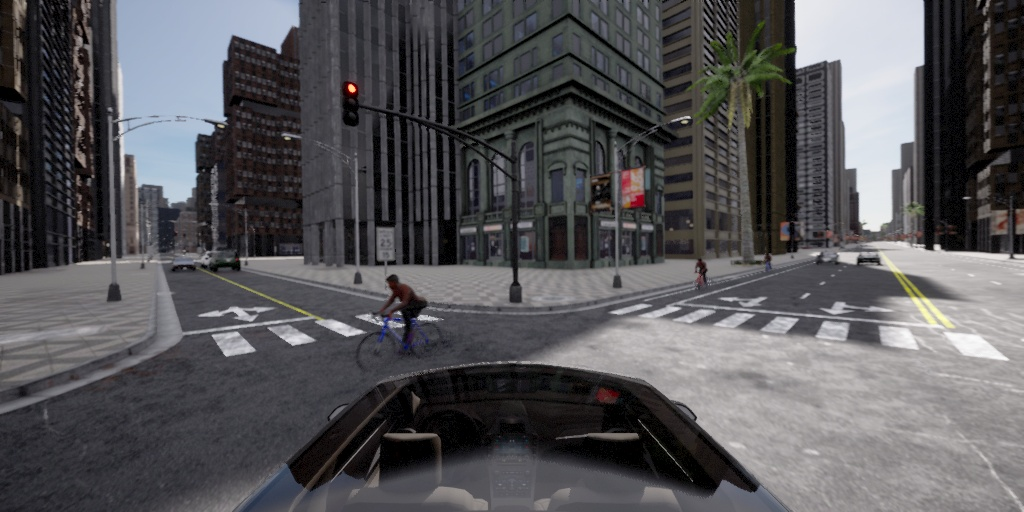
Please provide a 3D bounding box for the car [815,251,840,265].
[{"bbox_3d":[35.870,0.203,40.673,4.902,1.511,2.128,-2,1,-45],"label":"car"}]

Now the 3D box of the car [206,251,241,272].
[{"bbox_3d":[-29.790,0.521,37.227,2.150,2.045,5.566,-1,1,-44],"label":"car"}]

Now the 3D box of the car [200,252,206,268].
[{"bbox_3d":[-37.033,0.435,44.527,2.150,2.045,5.566,-1,1,-45],"label":"car"}]

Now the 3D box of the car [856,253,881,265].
[{"bbox_3d":[38.136,0.298,38.343,4.718,1.301,1.895,-2,1,-45],"label":"car"}]

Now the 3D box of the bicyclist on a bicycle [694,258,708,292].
[{"bbox_3d":[9.199,0.913,17.416,1.656,1.620,0.582,-2,1,-45],"label":"bicyclist on a bicycle"}]

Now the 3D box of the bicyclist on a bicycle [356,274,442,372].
[{"bbox_3d":[-1.956,1.141,6.384,1.656,1.620,0.582,-2,2,-45],"label":"bicyclist on a bicycle"}]

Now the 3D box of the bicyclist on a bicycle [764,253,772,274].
[{"bbox_3d":[20.243,0.590,28.338,1.656,1.620,0.582,-2,1,-45],"label":"bicyclist on a bicycle"}]

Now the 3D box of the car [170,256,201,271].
[{"bbox_3d":[-35.339,0.857,38.550,2.033,1.411,5.357,-1,1,-45],"label":"car"}]
